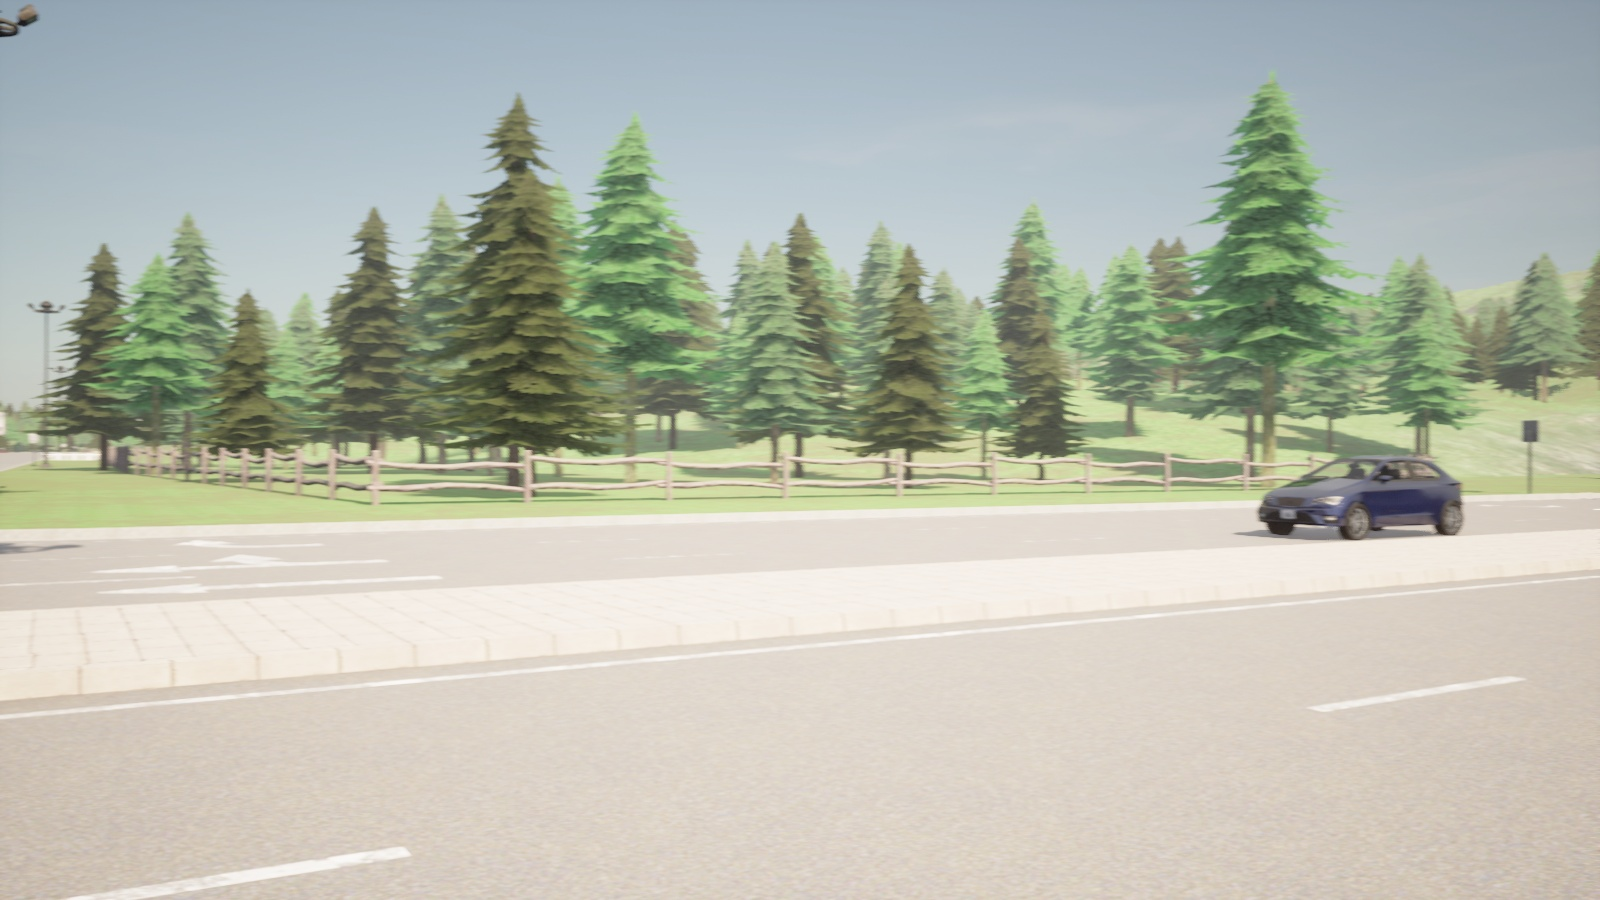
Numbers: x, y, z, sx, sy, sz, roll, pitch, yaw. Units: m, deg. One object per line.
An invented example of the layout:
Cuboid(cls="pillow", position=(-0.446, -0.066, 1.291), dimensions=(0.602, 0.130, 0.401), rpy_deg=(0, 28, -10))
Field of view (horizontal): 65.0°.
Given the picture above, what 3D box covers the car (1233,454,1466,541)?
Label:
Cuboid(cls="car", position=(10.081, 0.804, 22.979), dimensions=(4.193, 1.474, 1.816), rpy_deg=(0, 0, -31))
